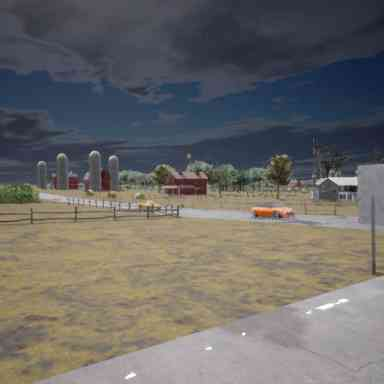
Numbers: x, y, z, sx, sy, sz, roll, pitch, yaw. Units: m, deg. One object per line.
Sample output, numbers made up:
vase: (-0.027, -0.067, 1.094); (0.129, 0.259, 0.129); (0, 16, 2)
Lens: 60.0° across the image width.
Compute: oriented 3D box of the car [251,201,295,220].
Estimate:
car: (8.052, 1.811, 33.306); (2.097, 1.767, 4.553); (-1, 0, -36)

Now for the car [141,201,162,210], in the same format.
car: (-6.754, 2.227, 54.062); (1.882, 1.535, 5.008); (-1, 1, -35)
